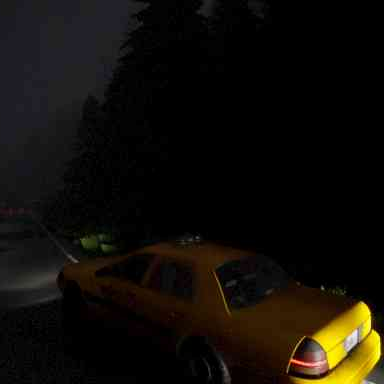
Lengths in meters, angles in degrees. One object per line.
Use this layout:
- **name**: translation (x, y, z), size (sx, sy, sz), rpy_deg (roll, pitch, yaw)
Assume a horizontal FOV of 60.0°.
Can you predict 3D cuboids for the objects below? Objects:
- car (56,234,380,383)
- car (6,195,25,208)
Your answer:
- **car**: translation (-0.254, 1.418, 5.075), size (5.366, 1.575, 1.801), rpy_deg (1, 1, 44)
- **car**: translation (-21.171, 1.058, 40.031), size (2.128, 1.511, 4.902), rpy_deg (-2, 2, -27)
